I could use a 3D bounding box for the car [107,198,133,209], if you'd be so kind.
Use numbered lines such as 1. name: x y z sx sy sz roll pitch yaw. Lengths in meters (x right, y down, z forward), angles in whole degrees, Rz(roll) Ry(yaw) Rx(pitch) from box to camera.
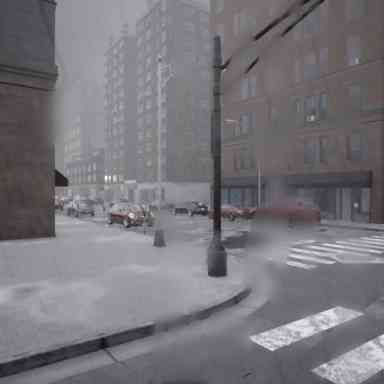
1. car: -9.756 1.532 44.816 1.947 1.339 4.313 0 0 -35

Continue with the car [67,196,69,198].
1. car: -21.523 1.473 56.760 1.812 1.442 4.674 0 0 -35

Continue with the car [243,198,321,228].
1. car: 6.122 1.309 22.218 2.192 1.841 5.009 0 0 -35

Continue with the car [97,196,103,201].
1. car: -15.857 1.457 53.999 1.837 1.490 4.892 0 0 -35

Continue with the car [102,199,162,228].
1. car: -4.015 1.430 21.815 1.967 1.590 4.097 0 0 -35

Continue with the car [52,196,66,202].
1. car: -28.809 1.478 71.933 2.008 1.369 4.403 0 0 -35

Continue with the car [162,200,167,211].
1. car: -3.405 1.529 35.778 2.008 1.369 4.403 0 0 -35

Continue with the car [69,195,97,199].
1. car: -16.155 1.436 49.117 1.882 1.535 5.008 0 0 -35

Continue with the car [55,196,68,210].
1. car: -16.721 1.512 39.899 1.887 1.381 4.507 0 0 -35

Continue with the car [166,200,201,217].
1. car: -0.229 1.550 31.257 1.947 1.339 4.313 0 0 -35

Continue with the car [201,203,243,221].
1. car: 2.947 1.571 26.738 1.802 1.307 4.206 0 0 -35

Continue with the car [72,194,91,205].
1. car: -19.891 1.298 59.684 2.097 1.767 4.553 0 0 -35

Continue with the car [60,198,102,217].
1. car: -10.368 1.530 30.857 2.008 1.369 4.403 0 0 -35

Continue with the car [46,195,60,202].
1. car: -31.985 1.471 76.453 2.008 1.369 4.403 0 0 -35
